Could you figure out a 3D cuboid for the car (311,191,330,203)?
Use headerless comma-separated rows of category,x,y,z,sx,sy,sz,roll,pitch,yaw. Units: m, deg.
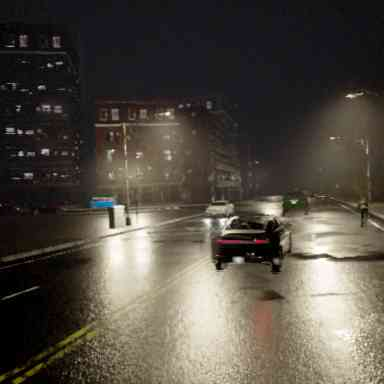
car,19.502,0.806,49.737,2.128,1.511,4.902,-3,0,18

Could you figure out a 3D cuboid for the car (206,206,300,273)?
car,2.034,1.446,10.542,2.128,1.511,4.902,-3,0,21

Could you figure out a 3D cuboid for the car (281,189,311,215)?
car,9.284,0.925,29.850,2.150,2.045,5.566,-3,0,20

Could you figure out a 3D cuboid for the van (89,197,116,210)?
van,-13.231,1.711,49.545,3.998,1.788,1.690,-2,-1,-10

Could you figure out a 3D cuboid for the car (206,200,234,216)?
car,2.680,1.537,30.962,1.812,1.442,4.674,-3,0,20

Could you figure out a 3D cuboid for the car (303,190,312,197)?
car,30.598,0.412,88.003,1.882,1.535,5.008,-3,0,14

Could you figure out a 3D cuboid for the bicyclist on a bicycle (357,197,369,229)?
bicyclist on a bicycle,9.084,1.115,17.597,0.582,1.620,1.656,-3,-1,21

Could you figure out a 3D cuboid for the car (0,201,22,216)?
car,-23.016,1.980,39.367,5.009,1.841,2.192,-2,-1,-10

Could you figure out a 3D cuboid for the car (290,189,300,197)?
car,27.458,0.310,88.875,2.150,2.045,5.566,-3,0,14

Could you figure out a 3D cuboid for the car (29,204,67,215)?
car,-17.458,2.083,40.313,4.206,1.307,1.802,-2,-1,-10

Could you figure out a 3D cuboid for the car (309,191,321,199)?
car,25.057,0.605,68.023,1.882,1.535,5.008,-3,0,16
